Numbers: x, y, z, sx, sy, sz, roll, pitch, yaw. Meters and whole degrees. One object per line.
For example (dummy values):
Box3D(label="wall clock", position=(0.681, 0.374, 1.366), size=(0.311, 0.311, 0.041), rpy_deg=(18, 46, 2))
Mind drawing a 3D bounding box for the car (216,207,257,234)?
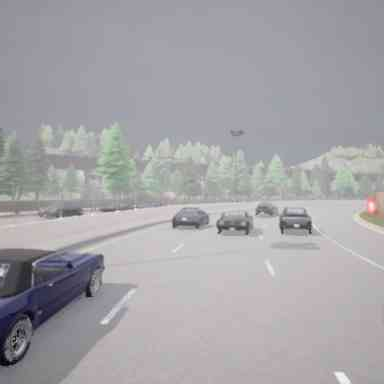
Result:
Box3D(label="car", position=(2.777, 1.804, 20.717), size=(1.895, 1.301, 4.718), rpy_deg=(0, -1, 14))

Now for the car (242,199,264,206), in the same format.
Box3D(label="car", position=(12.827, 2.228, 69.713), size=(2.033, 1.411, 5.357), rpy_deg=(0, -1, 40))

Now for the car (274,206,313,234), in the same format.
Box3D(label="car", position=(6.489, 1.716, 21.120), size=(2.128, 1.511, 4.902), rpy_deg=(0, -1, 14))

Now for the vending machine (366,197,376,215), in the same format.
Box3D(label="vending machine", position=(21.760, 1.670, 40.450), size=(1.100, 2.100, 0.880), rpy_deg=(0, -1, 30))

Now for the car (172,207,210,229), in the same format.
Box3D(label="car", position=(-0.004, 1.783, 23.900), size=(1.994, 1.385, 4.181), rpy_deg=(0, -1, 14))

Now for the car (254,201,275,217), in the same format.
Box3D(label="car", position=(8.315, 1.884, 36.850), size=(1.837, 1.490, 4.892), rpy_deg=(0, 0, 24))

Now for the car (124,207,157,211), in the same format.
Box3D(label="car", position=(-4.442, 1.779, 33.758), size=(2.128, 1.511, 4.902), rpy_deg=(0, -1, 20))

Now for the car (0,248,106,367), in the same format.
Box3D(label="car", position=(-3.093, 1.640, 5.826), size=(1.895, 1.301, 4.718), rpy_deg=(0, -1, 4))

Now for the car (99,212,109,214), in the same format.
Box3D(label="car", position=(-7.806, 1.882, 34.866), size=(1.895, 1.301, 4.718), rpy_deg=(0, -1, 20))
